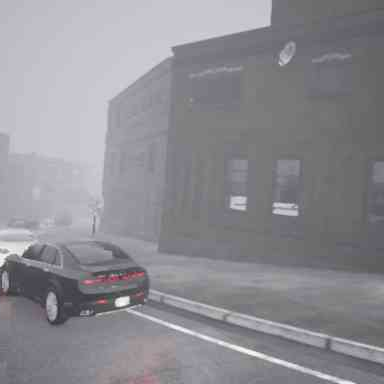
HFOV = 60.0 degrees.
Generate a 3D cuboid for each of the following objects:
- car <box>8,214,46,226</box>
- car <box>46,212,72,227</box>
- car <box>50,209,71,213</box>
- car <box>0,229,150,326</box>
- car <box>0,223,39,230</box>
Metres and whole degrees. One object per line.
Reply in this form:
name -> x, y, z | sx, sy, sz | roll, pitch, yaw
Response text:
car -> -16.806, 3.072, 33.381 | 2.128, 1.511, 4.902 | 4, -4, -9
car -> -17.630, 3.782, 43.664 | 2.033, 1.411, 5.357 | 4, -4, 5
car -> -20.294, 3.645, 50.301 | 2.150, 2.045, 5.566 | 4, -3, 8
car -> -2.978, 1.855, 7.919 | 1.837, 1.490, 4.892 | 4, -5, -44
car -> -6.699, 2.045, 12.214 | 1.812, 1.442, 4.674 | 4, -4, -37
